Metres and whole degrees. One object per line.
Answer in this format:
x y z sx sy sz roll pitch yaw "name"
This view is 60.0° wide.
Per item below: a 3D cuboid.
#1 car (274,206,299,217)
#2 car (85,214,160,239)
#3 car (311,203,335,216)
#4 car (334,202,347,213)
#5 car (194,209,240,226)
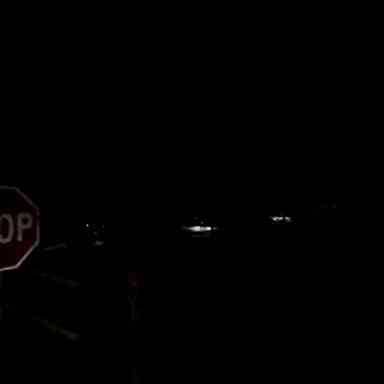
12.379 2.518 43.309 1.895 1.301 4.718 -1 -2 36 "car"
-4.207 2.047 20.574 1.895 1.301 4.718 -1 -2 36 "car"
17.781 2.473 45.805 1.812 1.442 4.674 -1 -2 36 "car"
23.539 2.466 53.726 2.097 1.767 4.553 -1 -2 37 "car"
2.373 2.181 29.621 2.033 1.411 5.357 -1 -2 36 "car"
